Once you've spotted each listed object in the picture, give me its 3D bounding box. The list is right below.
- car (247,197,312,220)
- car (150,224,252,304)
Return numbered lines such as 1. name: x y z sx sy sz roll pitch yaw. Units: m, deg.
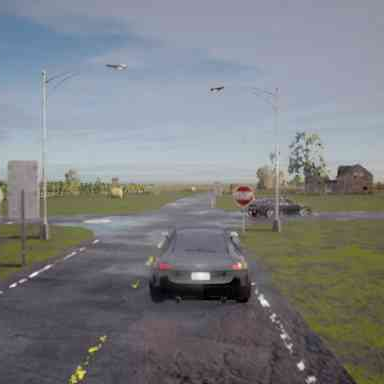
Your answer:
1. car: 6.296 1.116 23.842 4.892 1.490 1.837 -1 -2 -21
2. car: 0.179 1.452 7.961 1.994 1.385 4.181 0 1 1
